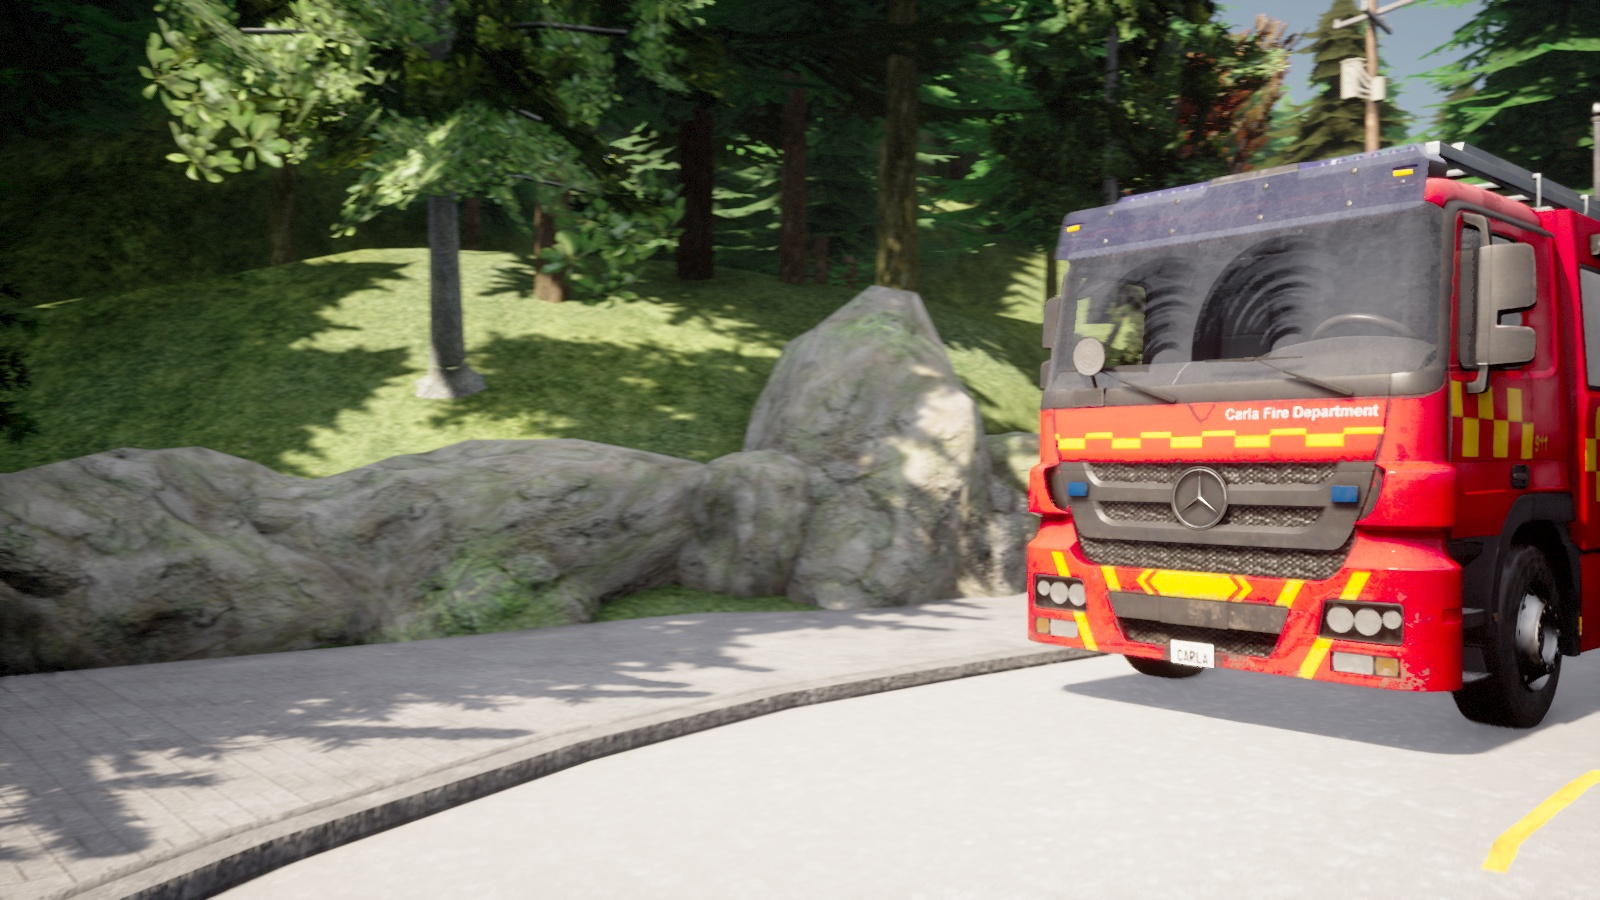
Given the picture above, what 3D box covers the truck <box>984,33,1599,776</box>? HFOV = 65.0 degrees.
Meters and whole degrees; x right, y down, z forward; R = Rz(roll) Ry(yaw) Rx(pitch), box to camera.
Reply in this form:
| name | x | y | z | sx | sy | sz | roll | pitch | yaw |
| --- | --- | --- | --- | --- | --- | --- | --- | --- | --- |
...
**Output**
| name | x | y | z | sx | sy | sz | roll | pitch | yaw |
| --- | --- | --- | --- | --- | --- | --- | --- | --- | --- |
| truck | 5.414 | -0.182 | 10.340 | 8.468 | 3.827 | 2.891 | 1 | -1 | -41 |
